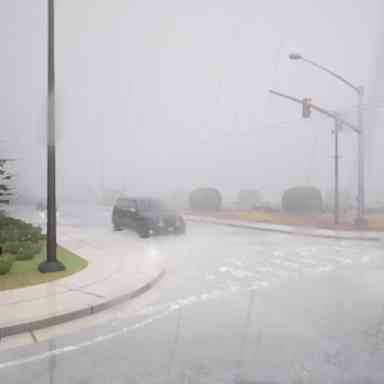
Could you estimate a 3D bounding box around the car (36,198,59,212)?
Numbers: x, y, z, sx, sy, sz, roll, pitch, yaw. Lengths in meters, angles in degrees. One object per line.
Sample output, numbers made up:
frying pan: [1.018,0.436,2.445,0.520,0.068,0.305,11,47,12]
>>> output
car: [-17.068,1.493,39.171,1.812,1.442,4.674,0,1,-34]

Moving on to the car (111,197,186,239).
car: [-2.528,1.338,17.869,2.150,2.045,5.566,0,2,-34]
